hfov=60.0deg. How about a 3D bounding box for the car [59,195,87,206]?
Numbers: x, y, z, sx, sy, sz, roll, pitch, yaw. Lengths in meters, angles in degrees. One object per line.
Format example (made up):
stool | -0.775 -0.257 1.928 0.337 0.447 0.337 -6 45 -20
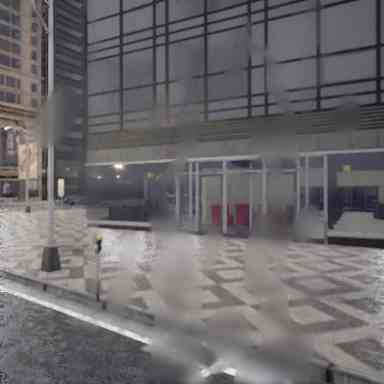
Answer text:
car | -15.400 1.230 47.062 2.033 1.411 5.357 0 0 36

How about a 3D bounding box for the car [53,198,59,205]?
car | -18.093 1.179 48.872 2.128 1.511 4.902 0 0 36
